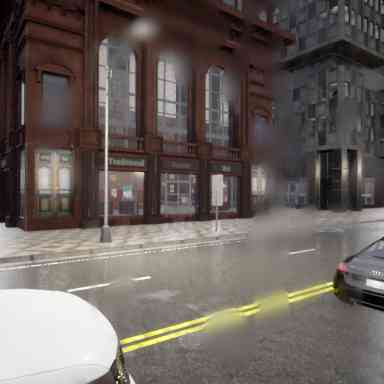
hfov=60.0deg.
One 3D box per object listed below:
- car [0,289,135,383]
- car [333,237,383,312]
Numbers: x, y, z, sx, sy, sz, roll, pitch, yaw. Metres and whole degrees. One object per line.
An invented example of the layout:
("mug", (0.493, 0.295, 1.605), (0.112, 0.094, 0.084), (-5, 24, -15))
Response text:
("car", (-2.920, 1.221, 1.352), (5.566, 2.045, 2.150), (0, 0, -36))
("car", (4.817, 1.562, 6.893), (4.181, 1.385, 1.994), (0, 0, -35))
